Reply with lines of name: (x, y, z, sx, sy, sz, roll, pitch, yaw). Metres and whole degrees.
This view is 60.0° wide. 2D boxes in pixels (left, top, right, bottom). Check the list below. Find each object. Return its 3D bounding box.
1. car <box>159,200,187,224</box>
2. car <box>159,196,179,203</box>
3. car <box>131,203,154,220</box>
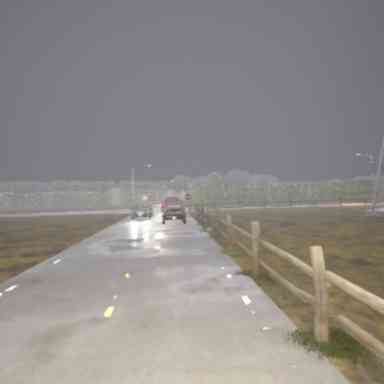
car: (-1.435, 1.671, 26.494, 1.837, 1.490, 4.892, -2, -1, -3)
car: (-2.483, 1.522, 38.938, 2.150, 2.045, 5.566, -2, -1, -6)
car: (-4.700, 1.794, 31.833, 2.128, 1.511, 4.902, -2, -1, -3)
